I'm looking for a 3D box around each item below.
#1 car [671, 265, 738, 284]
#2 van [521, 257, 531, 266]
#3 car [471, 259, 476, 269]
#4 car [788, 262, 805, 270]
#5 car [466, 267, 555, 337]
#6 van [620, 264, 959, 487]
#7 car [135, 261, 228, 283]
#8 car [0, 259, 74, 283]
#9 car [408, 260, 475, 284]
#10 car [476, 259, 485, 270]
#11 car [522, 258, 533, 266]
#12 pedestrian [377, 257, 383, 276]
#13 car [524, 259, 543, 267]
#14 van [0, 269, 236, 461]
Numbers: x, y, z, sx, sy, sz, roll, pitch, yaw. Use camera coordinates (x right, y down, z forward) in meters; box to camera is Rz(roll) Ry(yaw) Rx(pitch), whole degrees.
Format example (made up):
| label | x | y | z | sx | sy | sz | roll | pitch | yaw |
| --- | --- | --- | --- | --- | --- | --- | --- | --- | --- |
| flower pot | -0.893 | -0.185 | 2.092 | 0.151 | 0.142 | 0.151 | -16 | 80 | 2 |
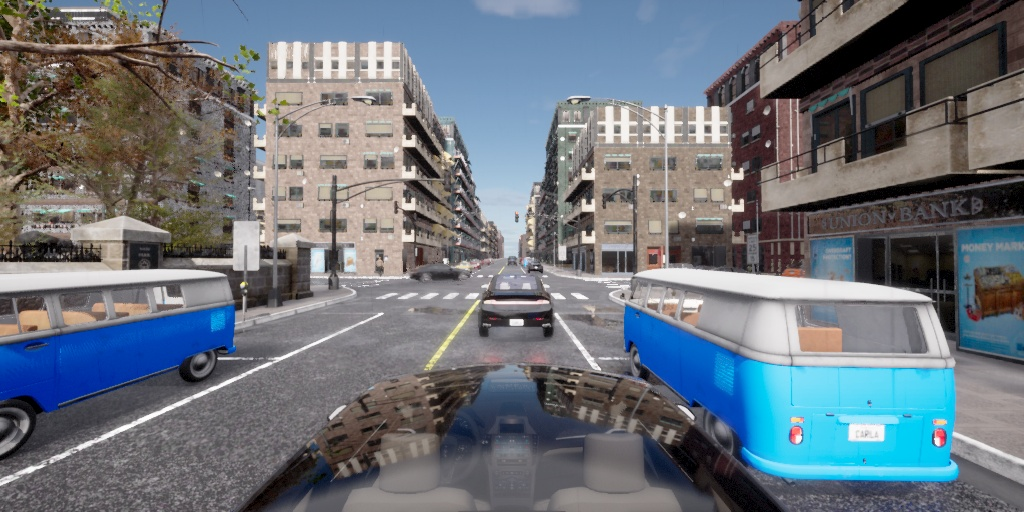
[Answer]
| label | x | y | z | sx | sy | sz | roll | pitch | yaw |
| --- | --- | --- | --- | --- | --- | --- | --- | --- | --- |
| car | 14.973 | 1.443 | 28.062 | 4.181 | 1.385 | 1.994 | 0 | -1 | 1 |
| van | 2.734 | 1.112 | 59.422 | 1.690 | 1.789 | 3.998 | 0 | 0 | 0 |
| car | -5.659 | 1.289 | 42.331 | 1.751 | 1.417 | 4.829 | 0 | 0 | 0 |
| car | 21.500 | 1.210 | 24.781 | 4.553 | 1.767 | 2.097 | 0 | -1 | 1 |
| car | 0.106 | 1.244 | 10.280 | 2.128 | 1.511 | 4.902 | 0 | 0 | 0 |
| van | 2.661 | 1.092 | 4.549 | 1.690 | 1.789 | 3.998 | 0 | 0 | 0 |
| car | -23.229 | 1.117 | 25.342 | 4.892 | 1.490 | 1.837 | 0 | -1 | 1 |
| car | -34.739 | 1.047 | 25.493 | 4.892 | 1.490 | 1.837 | 2 | -1 | 1 |
| car | -5.511 | 1.285 | 27.325 | 4.674 | 1.442 | 1.812 | 0 | 1 | -28 |
| car | -5.652 | 1.208 | 53.786 | 1.967 | 1.591 | 4.097 | 0 | 0 | 0 |
| car | 2.725 | 1.317 | 48.138 | 2.007 | 1.370 | 4.403 | 0 | 0 | 0 |
| pedestrian | -12.515 | 0.967 | 33.948 | 0.375 | 1.860 | 0.375 | 0 | -1 | 1 |
| car | 2.721 | 1.330 | 42.495 | 1.948 | 1.339 | 4.313 | 0 | 0 | 0 |
| van | -5.654 | 1.091 | 4.556 | 1.690 | 1.789 | 3.998 | 0 | 0 | 0 |
